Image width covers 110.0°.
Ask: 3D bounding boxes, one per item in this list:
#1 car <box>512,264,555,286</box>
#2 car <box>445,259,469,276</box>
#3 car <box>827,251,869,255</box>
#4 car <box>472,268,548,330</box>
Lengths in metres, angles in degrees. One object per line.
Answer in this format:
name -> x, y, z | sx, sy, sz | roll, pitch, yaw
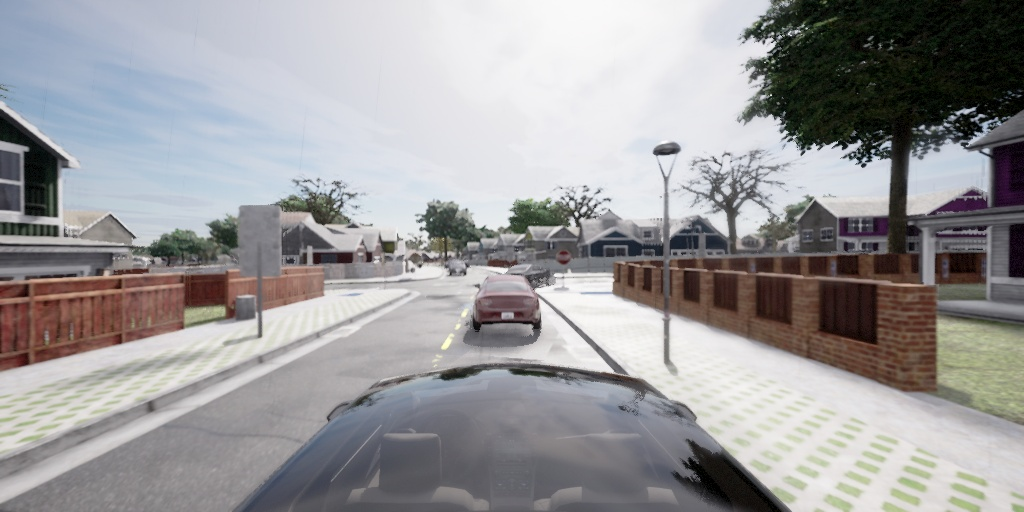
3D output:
car -> 1.121, 1.258, 22.500 | 1.837, 1.490, 4.892 | -3, 0, 26
car -> -5.992, 1.364, 39.863 | 2.128, 1.511, 4.902 | 0, 0, -9
car -> 24.279, 0.543, 26.743 | 4.553, 1.767, 2.097 | -1, 0, 7
car -> -0.190, 1.279, 10.991 | 1.812, 1.442, 4.674 | 0, 0, -2
